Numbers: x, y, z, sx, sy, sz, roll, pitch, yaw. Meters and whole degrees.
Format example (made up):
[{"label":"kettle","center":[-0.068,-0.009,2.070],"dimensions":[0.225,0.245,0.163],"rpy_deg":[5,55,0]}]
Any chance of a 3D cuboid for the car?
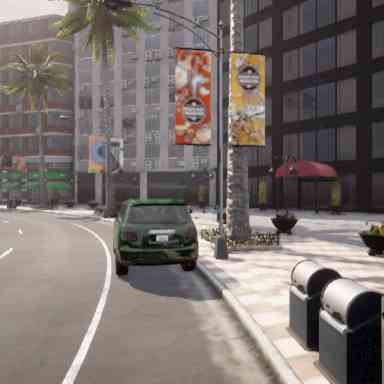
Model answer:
[{"label":"car","center":[-1.387,1.215,10.697],"dimensions":[2.150,2.045,5.566],"rpy_deg":[0,0,-14]}]
